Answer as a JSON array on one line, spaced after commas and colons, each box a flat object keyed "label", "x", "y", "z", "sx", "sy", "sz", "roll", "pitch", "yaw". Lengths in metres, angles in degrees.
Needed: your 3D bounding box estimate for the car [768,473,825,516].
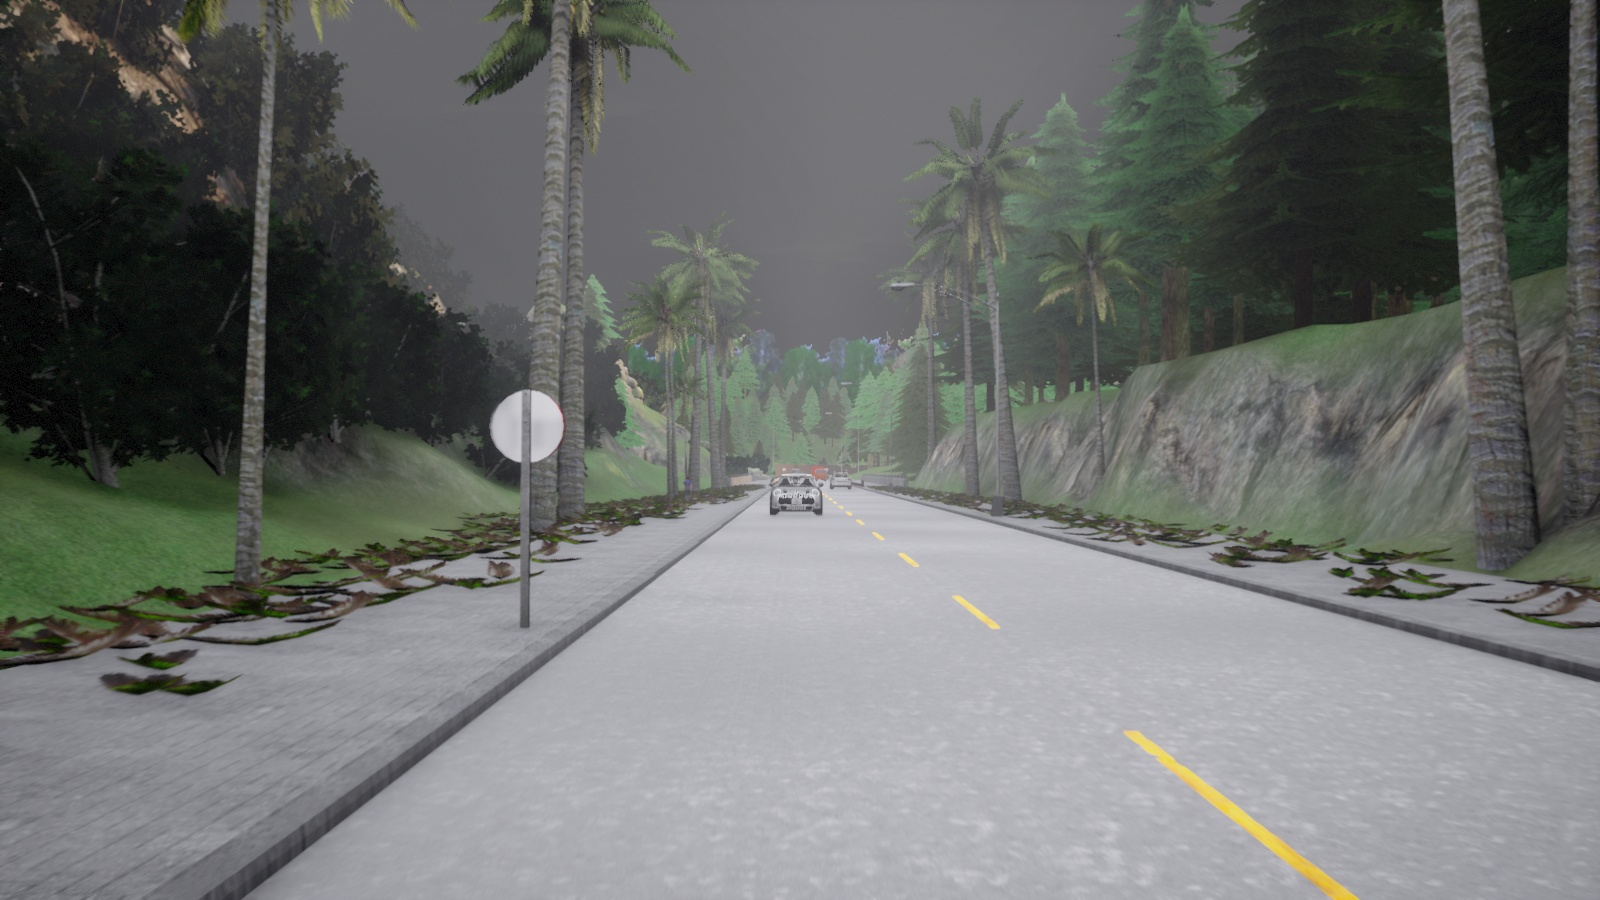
[{"label": "car", "x": -0.117, "y": 1.563, "z": 45.159, "sx": 1.970, "sy": 1.475, "sz": 3.806, "roll": 0, "pitch": -1, "yaw": 0}]
